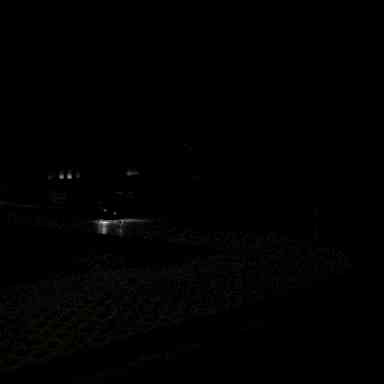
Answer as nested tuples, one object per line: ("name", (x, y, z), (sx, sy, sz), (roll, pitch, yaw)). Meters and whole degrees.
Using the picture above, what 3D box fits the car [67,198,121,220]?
("car", (-7.227, 1.182, 24.241), (4.674, 1.442, 1.812), (1, 1, 34))
